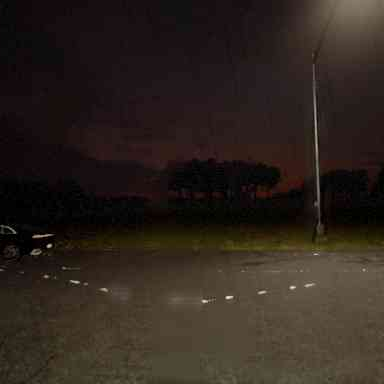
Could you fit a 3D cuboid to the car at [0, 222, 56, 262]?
[{"bbox_3d":[-8.219,2.039,13.903,4.902,1.511,2.128,-1,-4,7],"label":"car"}]
